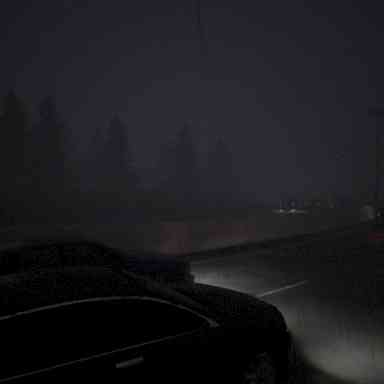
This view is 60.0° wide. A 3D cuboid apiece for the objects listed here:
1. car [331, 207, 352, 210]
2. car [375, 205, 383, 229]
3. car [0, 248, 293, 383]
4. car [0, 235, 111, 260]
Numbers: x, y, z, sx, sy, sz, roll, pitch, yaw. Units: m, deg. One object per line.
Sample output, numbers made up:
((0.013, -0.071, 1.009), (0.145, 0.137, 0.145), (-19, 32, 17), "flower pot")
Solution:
((18.554, 1.394, 40.924), (2.150, 2.045, 5.566), (0, 0, 30), "car")
((13.349, 1.444, 21.342), (2.097, 1.767, 4.553), (0, 0, 41), "car")
((-1.034, 1.518, 3.211), (4.892, 1.490, 1.837), (0, 0, -37), "car")
((-2.524, 1.572, 6.381), (5.357, 1.411, 2.033), (0, 0, -37), "car")
